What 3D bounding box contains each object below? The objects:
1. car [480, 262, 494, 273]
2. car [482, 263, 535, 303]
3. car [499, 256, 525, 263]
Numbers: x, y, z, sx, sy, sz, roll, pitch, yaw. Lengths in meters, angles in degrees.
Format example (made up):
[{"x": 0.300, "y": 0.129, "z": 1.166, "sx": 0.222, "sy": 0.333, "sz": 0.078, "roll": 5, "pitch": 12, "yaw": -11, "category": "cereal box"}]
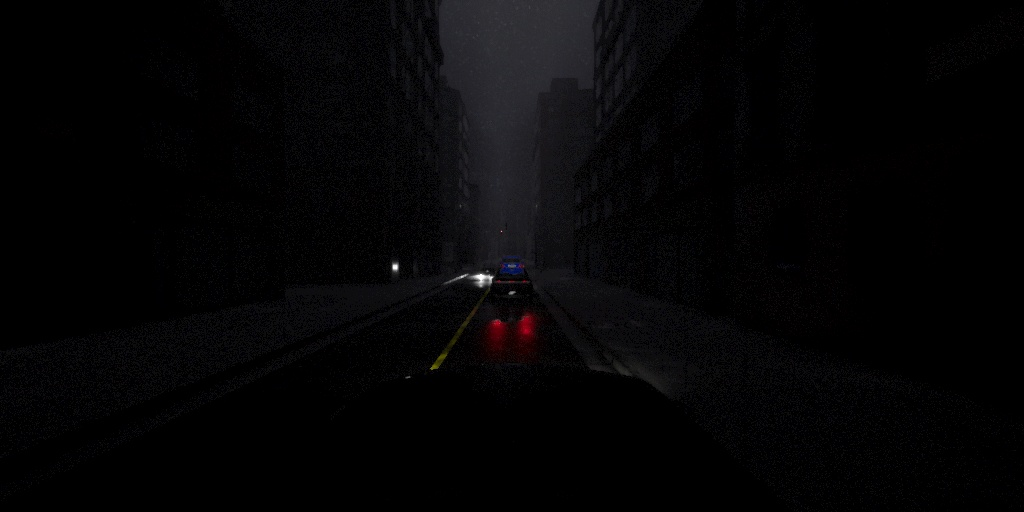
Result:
[{"x": -2.750, "y": 1.403, "z": 42.471, "sx": 1.895, "sy": 1.301, "sz": 4.718, "roll": 0, "pitch": 0, "yaw": 0, "category": "car"}, {"x": 0.000, "y": 1.243, "z": 16.500, "sx": 2.128, "sy": 1.511, "sz": 4.902, "roll": 0, "pitch": 0, "yaw": 0, "category": "car"}, {"x": 0.000, "y": 1.005, "z": 31.531, "sx": 2.150, "sy": 2.045, "sz": 5.566, "roll": 0, "pitch": 0, "yaw": 0, "category": "car"}]
